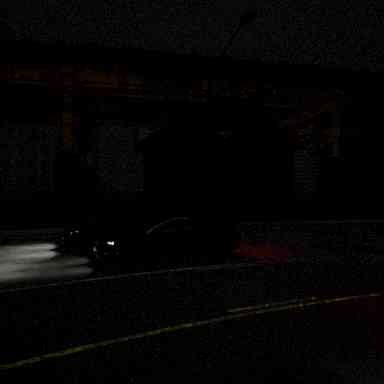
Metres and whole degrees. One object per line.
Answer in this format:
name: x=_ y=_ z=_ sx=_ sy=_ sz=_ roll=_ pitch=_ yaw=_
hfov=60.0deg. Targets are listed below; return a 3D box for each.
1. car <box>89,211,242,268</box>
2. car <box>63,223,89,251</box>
car: x=-0.702 y=1.491 z=11.125 sx=4.902 sy=1.511 sz=2.128 roll=0 pitch=0 yaw=-22
car: x=-2.889 y=1.526 z=13.957 sx=4.674 sy=1.442 sz=1.812 roll=0 pitch=0 yaw=-23
